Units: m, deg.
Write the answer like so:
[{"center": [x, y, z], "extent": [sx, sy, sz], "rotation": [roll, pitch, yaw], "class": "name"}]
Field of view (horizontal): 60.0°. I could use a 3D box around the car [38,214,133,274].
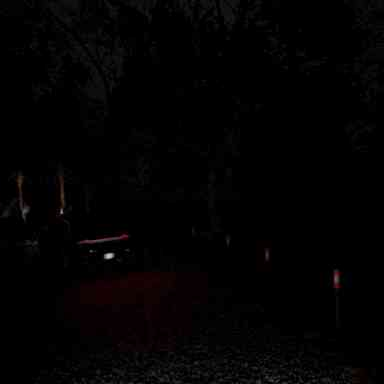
[{"center": [-3.586, 1.457, 10.729], "extent": [2.128, 1.511, 4.902], "rotation": [-3, 2, -35], "class": "car"}]
